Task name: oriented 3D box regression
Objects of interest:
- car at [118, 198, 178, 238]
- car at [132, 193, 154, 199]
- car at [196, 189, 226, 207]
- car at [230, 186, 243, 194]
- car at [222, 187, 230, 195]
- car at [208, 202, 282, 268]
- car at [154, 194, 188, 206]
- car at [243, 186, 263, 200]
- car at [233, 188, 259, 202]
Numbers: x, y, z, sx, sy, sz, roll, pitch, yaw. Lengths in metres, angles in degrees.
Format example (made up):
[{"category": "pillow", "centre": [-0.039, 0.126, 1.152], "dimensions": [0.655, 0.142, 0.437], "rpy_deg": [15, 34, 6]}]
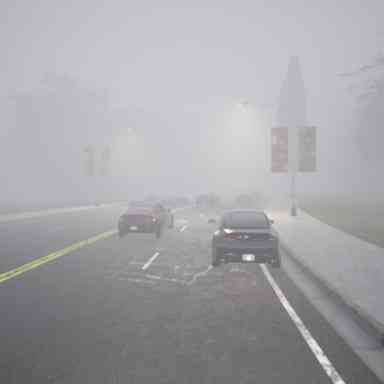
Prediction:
[{"category": "car", "centre": [-2.064, 1.217, 15.666], "dimensions": [1.812, 1.442, 4.674], "rpy_deg": [0, 1, 6]}, {"category": "car", "centre": [-4.961, 0.839, 35.678], "dimensions": [2.033, 1.411, 5.357], "rpy_deg": [0, 1, 15]}, {"category": "car", "centre": [1.783, 0.741, 34.724], "dimensions": [2.128, 1.511, 4.902], "rpy_deg": [0, 1, 15]}, {"category": "car", "centre": [10.650, -0.398, 73.962], "dimensions": [2.150, 2.045, 5.566], "rpy_deg": [0, 1, 18]}, {"category": "car", "centre": [7.702, -0.301, 75.411], "dimensions": [2.097, 1.767, 4.553], "rpy_deg": [0, 1, 18]}, {"category": "car", "centre": [1.580, 1.294, 10.492], "dimensions": [1.837, 1.490, 4.892], "rpy_deg": [0, 1, 5]}, {"category": "car", "centre": [-1.951, 0.894, 34.298], "dimensions": [1.895, 1.301, 4.718], "rpy_deg": [0, 1, 15]}, {"category": "car", "centre": [9.166, 0.249, 48.459], "dimensions": [2.097, 1.767, 4.553], "rpy_deg": [0, 1, 18]}, {"category": "car", "centre": [6.339, 0.643, 38.866], "dimensions": [1.812, 1.442, 4.674], "rpy_deg": [0, 1, 18]}]
